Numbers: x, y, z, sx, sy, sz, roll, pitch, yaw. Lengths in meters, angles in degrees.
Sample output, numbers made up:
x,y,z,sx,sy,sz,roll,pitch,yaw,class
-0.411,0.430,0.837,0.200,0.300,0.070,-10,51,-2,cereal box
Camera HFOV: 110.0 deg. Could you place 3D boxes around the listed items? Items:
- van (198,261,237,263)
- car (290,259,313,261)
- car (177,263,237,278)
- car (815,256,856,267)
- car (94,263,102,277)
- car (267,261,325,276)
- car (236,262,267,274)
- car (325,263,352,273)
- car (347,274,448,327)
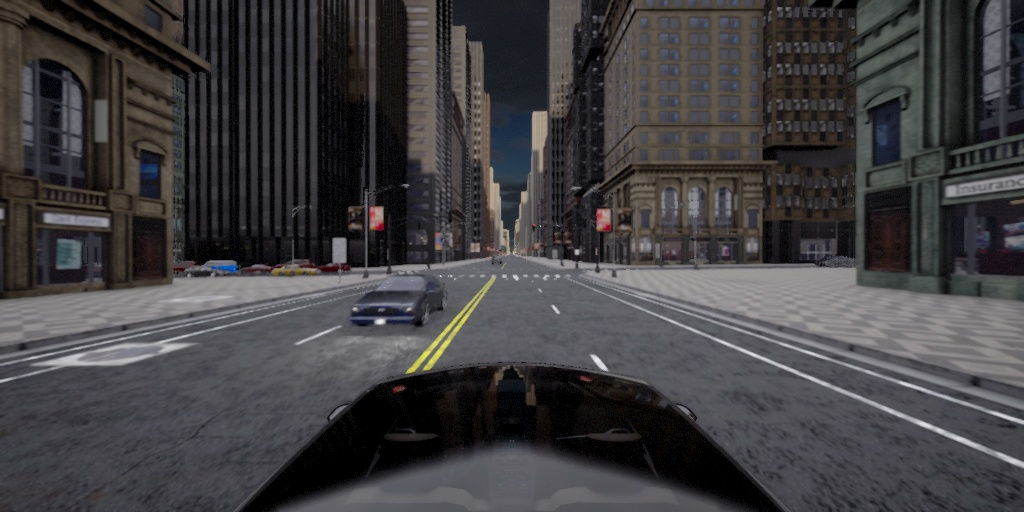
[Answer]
x,y,z,sx,sy,sz,roll,pitch,yaw,class
-39.234,1.559,48.323,3.998,1.789,1.690,0,0,0,van
-29.060,1.395,48.289,5.009,1.841,2.192,0,0,0,car
-33.774,1.734,39.766,4.403,1.370,2.007,0,0,0,car
41.004,0.713,45.459,4.181,1.385,1.994,-1,0,1,car
-43.546,1.631,39.787,5.009,1.841,2.192,0,0,0,car
-23.833,1.576,39.743,4.829,1.417,1.751,0,0,0,car
-34.147,1.731,48.306,4.207,1.307,1.802,0,0,0,car
-23.973,1.556,48.271,4.507,1.381,1.888,0,0,0,car
-3.349,1.293,11.773,2.033,1.411,5.357,0,0,0,car
